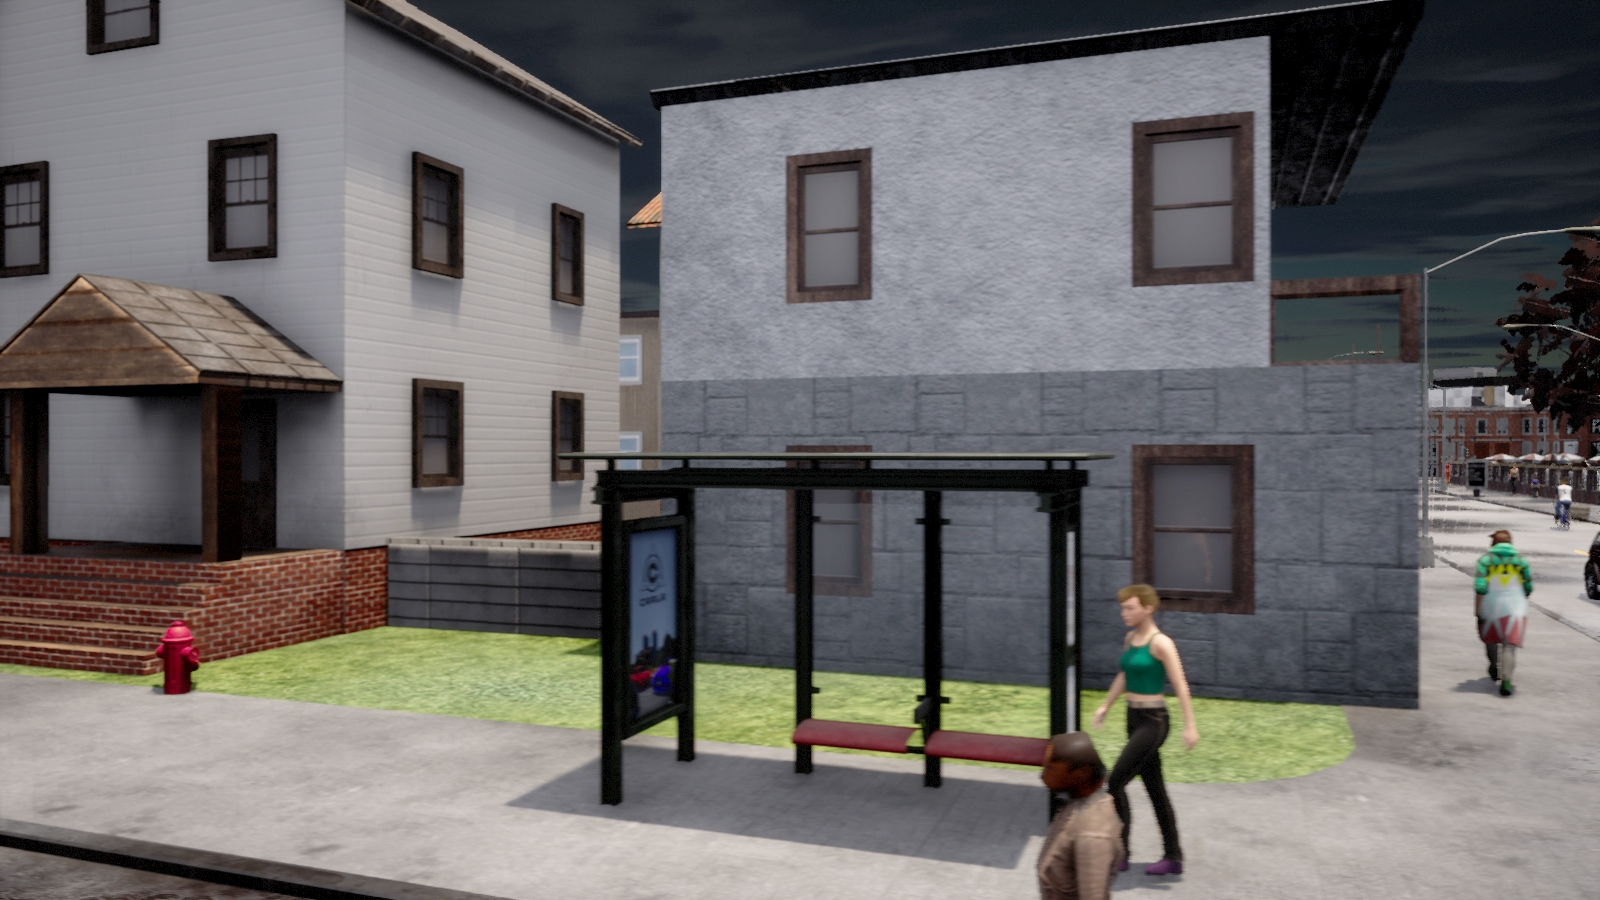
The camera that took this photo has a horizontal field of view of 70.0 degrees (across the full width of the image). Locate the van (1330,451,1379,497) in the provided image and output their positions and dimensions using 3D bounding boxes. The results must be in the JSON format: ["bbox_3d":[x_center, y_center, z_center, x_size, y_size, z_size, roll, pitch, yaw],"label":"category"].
[{"bbox_3d":[32.419,1.321,66.934,1.988,2.561,5.915,0,0,20],"label":"van"}]

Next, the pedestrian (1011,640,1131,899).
[{"bbox_3d":[0.951,1.630,3.974,0.375,1.860,0.375,0,0,18],"label":"pedestrian"}]

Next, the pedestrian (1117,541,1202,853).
[{"bbox_3d":[2.249,1.518,7.171,0.375,1.860,0.375,0,0,-12],"label":"pedestrian"}]

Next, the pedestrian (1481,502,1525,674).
[{"bbox_3d":[7.839,1.517,12.751,0.375,1.860,0.375,0,0,25],"label":"pedestrian"}]

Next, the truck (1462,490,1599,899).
[{"bbox_3d":[4.619,1.347,2.259,5.204,2.467,2.627,0,0,-7],"label":"truck"}]

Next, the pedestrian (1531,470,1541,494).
[{"bbox_3d":[41.437,1.806,64.341,0.375,1.300,0.375,0,0,20],"label":"pedestrian"}]

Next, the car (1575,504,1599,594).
[{"bbox_3d":[15.082,1.806,19.892,1.789,1.549,3.705,0,0,20],"label":"car"}]
